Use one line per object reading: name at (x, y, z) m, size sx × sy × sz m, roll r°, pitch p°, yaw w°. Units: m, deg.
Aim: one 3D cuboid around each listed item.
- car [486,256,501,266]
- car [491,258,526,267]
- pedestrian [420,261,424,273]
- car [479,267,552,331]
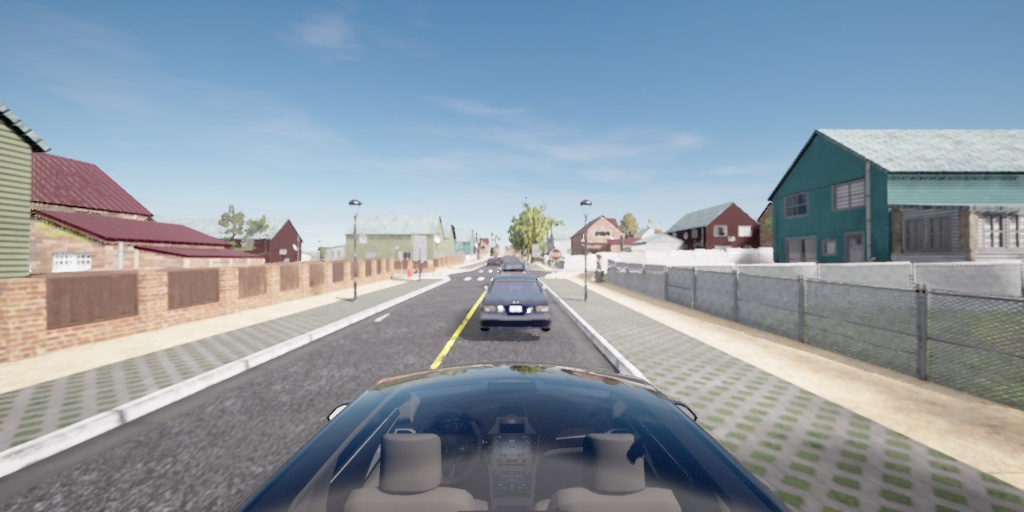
car at (-2.821, 0.893, 55.394) m, size 1.994 × 1.385 × 4.181 m, roll 0°, pitch 0°, yaw 0°
car at (0.142, 1.087, 22.083) m, size 2.128 × 1.511 × 4.902 m, roll 0°, pitch 0°, yaw 2°
pedestrian at (-9.690, 0.925, 38.462) m, size 0.375 × 1.860 × 0.375 m, roll 0°, pitch 1°, yaw 0°
car at (0.100, 1.231, 10.658) m, size 2.033 × 1.411 × 5.357 m, roll 0°, pitch 0°, yaw 0°
